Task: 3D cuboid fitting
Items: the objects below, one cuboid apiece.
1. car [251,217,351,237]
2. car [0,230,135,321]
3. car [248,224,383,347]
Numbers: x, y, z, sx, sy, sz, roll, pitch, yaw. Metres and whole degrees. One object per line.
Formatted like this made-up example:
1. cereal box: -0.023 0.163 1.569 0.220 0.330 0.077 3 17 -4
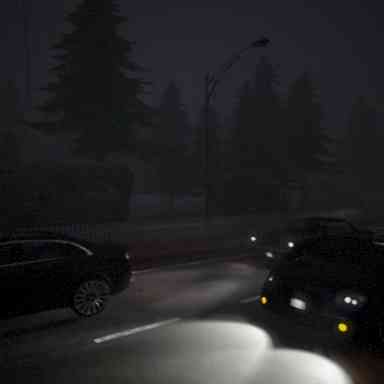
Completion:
1. car: 4.117 1.559 11.218 4.718 1.301 1.895 0 0 -35
2. car: -3.443 1.489 5.866 4.902 1.511 2.128 0 0 -35
3. car: 3.265 1.537 6.294 4.181 1.385 1.994 0 0 -35
